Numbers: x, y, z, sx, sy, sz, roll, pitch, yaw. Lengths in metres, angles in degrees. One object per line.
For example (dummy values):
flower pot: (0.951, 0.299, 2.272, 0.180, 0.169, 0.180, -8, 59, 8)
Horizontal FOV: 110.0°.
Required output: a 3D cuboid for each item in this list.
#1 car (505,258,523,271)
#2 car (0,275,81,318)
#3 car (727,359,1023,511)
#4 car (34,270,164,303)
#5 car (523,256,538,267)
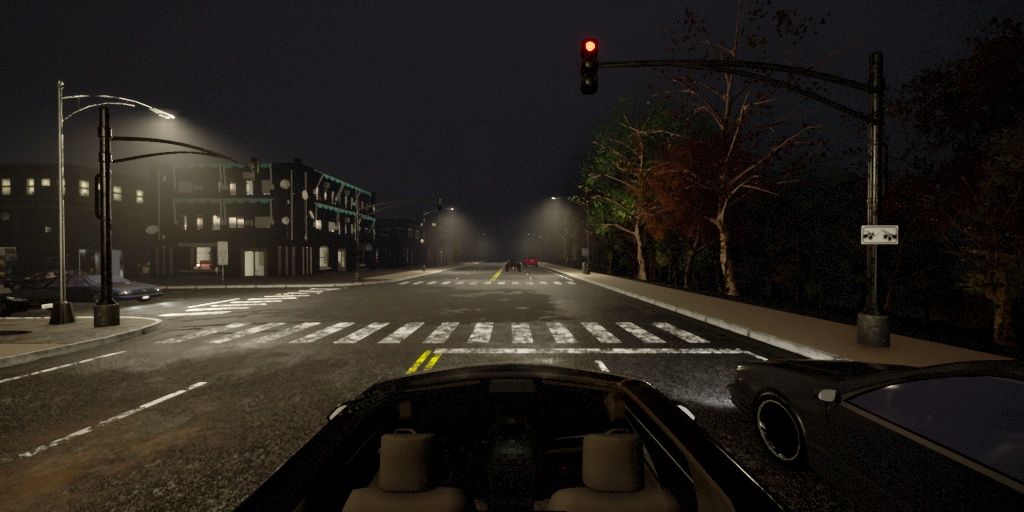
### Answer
car: (0.148, 1.246, 47.530, 1.837, 1.490, 4.892, 0, 0, 0)
car: (-19.935, 1.567, 13.716, 4.313, 1.339, 1.948, 0, 0, 0)
car: (3.326, 1.297, 1.733, 2.033, 1.411, 5.357, 0, 0, 3)
car: (-19.288, 1.514, 16.441, 5.357, 1.411, 2.033, -1, 1, 3)
car: (3.415, 0.960, 63.939, 2.150, 2.045, 5.566, 0, 0, 0)
